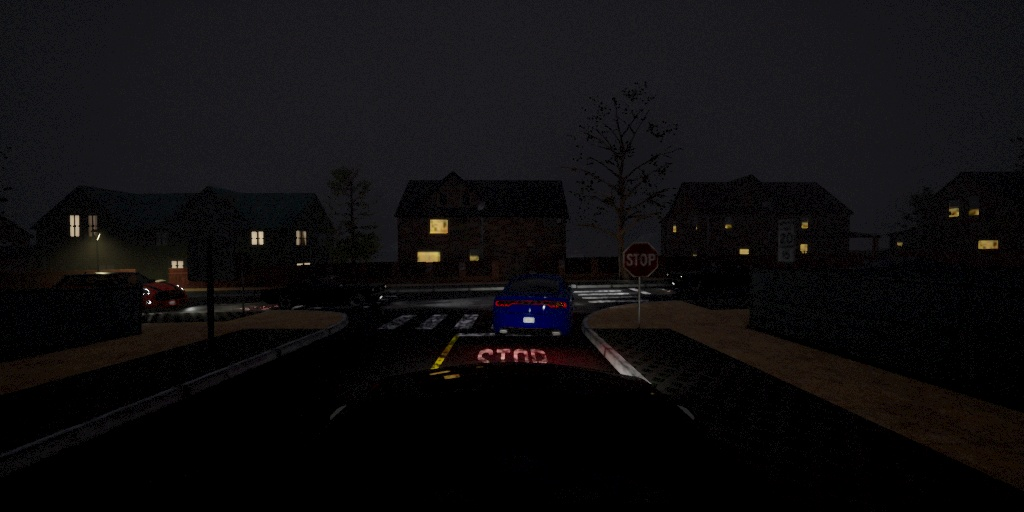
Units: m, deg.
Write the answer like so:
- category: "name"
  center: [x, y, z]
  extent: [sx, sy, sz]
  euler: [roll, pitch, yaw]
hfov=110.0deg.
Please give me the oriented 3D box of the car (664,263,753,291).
- category: "car"
  center: [10.402, 1.034, 18.294]
  extent: [4.718, 1.301, 1.895]
  euler: [-1, 1, -1]

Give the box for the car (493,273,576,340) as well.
- category: "car"
  center: [0.782, 1.226, 10.154]
  extent: [1.882, 1.535, 5.008]
  euler: [0, 0, 10]

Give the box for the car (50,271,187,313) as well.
- category: "car"
  center: [-16.806, 1.471, 15.346]
  extent: [4.553, 1.767, 2.097]
  euler: [-1, 1, 0]

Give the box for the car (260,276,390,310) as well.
- category: "car"
  center: [-7.818, 1.506, 15.358]
  extent: [4.718, 1.301, 1.895]
  euler: [-1, 1, 0]

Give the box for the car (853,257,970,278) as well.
- category: "car"
  center: [20.048, 0.753, 18.334]
  extent: [5.357, 1.411, 2.033]
  euler: [-1, 1, 0]
